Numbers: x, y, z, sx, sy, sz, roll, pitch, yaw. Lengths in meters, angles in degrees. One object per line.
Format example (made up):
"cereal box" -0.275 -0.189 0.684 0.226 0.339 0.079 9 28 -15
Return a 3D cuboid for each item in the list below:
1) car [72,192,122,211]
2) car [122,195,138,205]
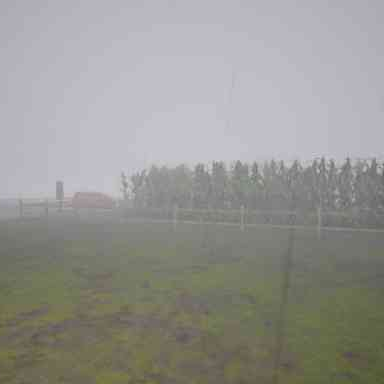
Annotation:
"car" -10.820 0.962 37.412 2.150 2.045 5.566 0 1 29
"car" -8.820 1.166 48.662 1.812 1.442 4.674 0 1 29
